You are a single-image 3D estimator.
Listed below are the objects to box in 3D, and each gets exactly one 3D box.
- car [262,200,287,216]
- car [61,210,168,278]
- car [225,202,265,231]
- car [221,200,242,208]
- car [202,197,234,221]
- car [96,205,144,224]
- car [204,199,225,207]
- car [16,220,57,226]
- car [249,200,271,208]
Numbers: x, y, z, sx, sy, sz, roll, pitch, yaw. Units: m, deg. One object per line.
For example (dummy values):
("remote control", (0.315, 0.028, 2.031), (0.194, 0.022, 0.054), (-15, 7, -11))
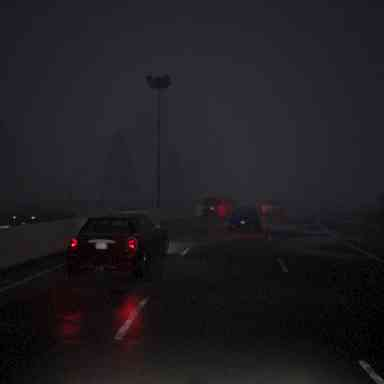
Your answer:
("car", (9.559, 1.757, 38.389), (2.097, 1.767, 4.553), (0, -1, 25))
("car", (-2.125, 1.445, 10.750), (2.097, 1.767, 4.553), (0, -1, 6))
("car", (3.679, 1.706, 22.400), (1.882, 1.535, 5.008), (0, -1, 14))
("car", (7.510, 2.223, 62.452), (1.895, 1.301, 4.718), (0, -1, 37))
("car", (2.632, 1.525, 30.960), (2.150, 2.045, 5.566), (0, -1, 19))
("car", (-5.917, 1.837, 27.861), (1.895, 1.301, 4.718), (0, -1, 16))
("car", (4.436, 2.152, 64.171), (1.812, 1.442, 4.674), (0, -1, 36))
("car", (-10.568, 1.780, 23.959), (1.895, 1.301, 4.718), (0, -1, 14))
("car", (13.149, 2.202, 63.927), (2.033, 1.411, 5.357), (0, -1, 38))
